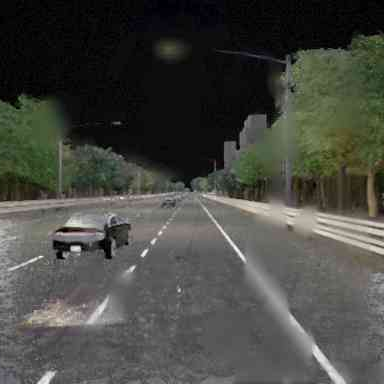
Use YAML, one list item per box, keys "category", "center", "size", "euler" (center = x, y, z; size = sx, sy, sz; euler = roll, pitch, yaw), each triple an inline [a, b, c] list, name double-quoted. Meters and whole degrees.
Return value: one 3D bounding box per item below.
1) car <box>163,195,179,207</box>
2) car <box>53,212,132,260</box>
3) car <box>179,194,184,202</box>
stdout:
- category: "car"
  center: [-3.494, 1.546, 51.591]
  size: [1.837, 1.490, 4.892]
  euler: [0, 0, 0]
- category: "car"
  center: [-3.500, 1.496, 12.455]
  size: [2.128, 1.511, 4.902]
  euler: [0, 0, 0]
- category: "car"
  center: [-3.489, 1.705, 81.285]
  size: [1.895, 1.301, 4.718]
  euler: [0, 0, 0]
